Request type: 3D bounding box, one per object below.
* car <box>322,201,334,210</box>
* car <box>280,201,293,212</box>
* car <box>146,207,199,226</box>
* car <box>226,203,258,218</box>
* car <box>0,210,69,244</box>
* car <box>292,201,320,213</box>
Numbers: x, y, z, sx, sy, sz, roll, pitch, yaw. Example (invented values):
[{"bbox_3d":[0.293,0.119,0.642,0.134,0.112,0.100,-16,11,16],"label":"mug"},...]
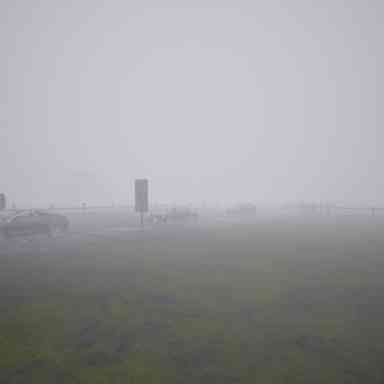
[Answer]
[{"bbox_3d":[22.048,2.256,54.909,2.033,1.411,5.357,-1,-1,36],"label":"car"},{"bbox_3d":[14.641,2.164,49.348,1.882,1.535,5.008,-1,-1,35],"label":"car"},{"bbox_3d":[-1.486,1.909,26.688,1.895,1.301,4.718,-1,-1,35],"label":"car"},{"bbox_3d":[5.498,1.935,36.562,1.882,1.535,5.008,-1,-2,35],"label":"car"},{"bbox_3d":[-8.585,1.646,16.637,2.128,1.511,4.902,-1,-1,35],"label":"car"},{"bbox_3d":[16.079,2.086,46.442,1.837,1.490,4.892,-1,-2,35],"label":"car"}]
